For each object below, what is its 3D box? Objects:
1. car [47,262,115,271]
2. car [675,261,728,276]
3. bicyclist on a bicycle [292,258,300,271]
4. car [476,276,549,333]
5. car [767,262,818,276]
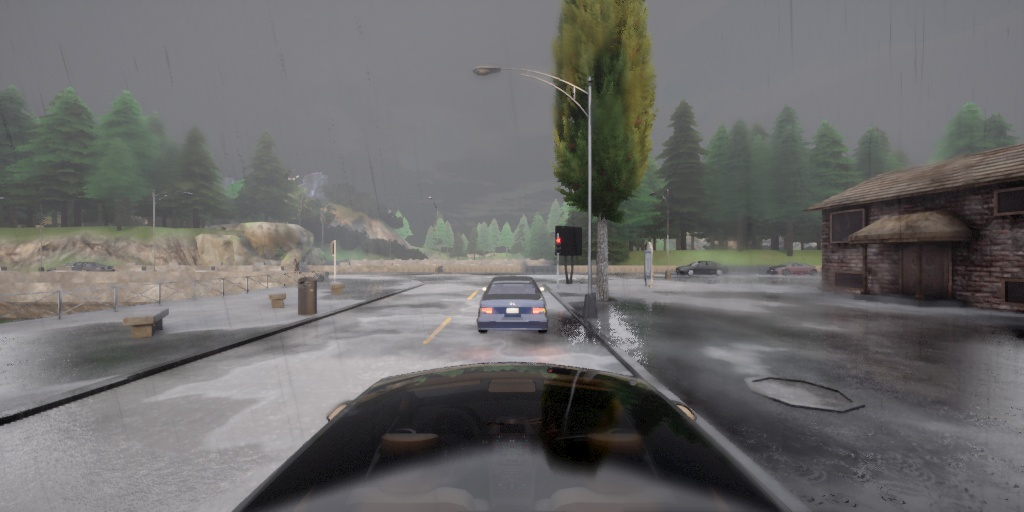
[{"bbox_3d":[-43.699,1.297,36.384,5.357,1.411,2.033,0,0,0],"label":"car"},{"bbox_3d":[19.217,1.255,36.433,4.892,1.490,1.837,0,0,0],"label":"car"},{"bbox_3d":[-24.496,1.099,40.666,0.582,1.620,1.656,0,0,0],"label":"bicyclist on a bicycle"},{"bbox_3d":[0.030,1.297,10.720,2.033,1.411,5.357,0,0,0],"label":"car"},{"bbox_3d":[28.422,1.314,36.423,4.181,1.385,1.994,0,0,0],"label":"car"}]
